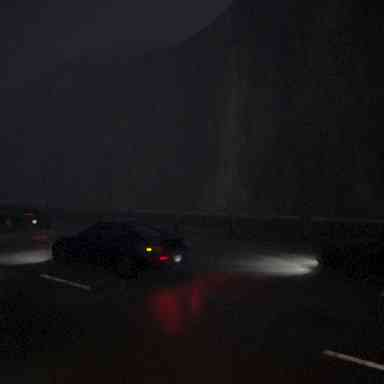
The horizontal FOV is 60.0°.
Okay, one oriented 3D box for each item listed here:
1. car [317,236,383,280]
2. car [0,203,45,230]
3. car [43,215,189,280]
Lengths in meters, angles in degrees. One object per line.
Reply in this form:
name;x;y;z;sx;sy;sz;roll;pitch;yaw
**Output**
car;6.058;1.560;8.261;5.357;1.411;2.033;0;0;36
car;-11.030;1.434;20.562;4.892;1.490;1.837;1;0;36
car;-2.228;1.523;9.914;4.674;1.442;1.812;0;0;36
